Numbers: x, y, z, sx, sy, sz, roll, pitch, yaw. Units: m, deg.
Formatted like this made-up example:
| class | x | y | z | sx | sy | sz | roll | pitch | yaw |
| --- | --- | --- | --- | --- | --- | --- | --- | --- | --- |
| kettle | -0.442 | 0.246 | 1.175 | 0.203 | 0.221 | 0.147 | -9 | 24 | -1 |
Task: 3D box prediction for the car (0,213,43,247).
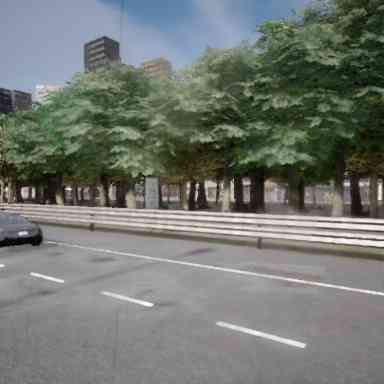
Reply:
| class | x | y | z | sx | sy | sz | roll | pitch | yaw |
| --- | --- | --- | --- | --- | --- | --- | --- | --- | --- |
| car | -8.133 | 1.569 | 13.981 | 4.181 | 1.385 | 1.994 | 0 | 0 | 36 |
